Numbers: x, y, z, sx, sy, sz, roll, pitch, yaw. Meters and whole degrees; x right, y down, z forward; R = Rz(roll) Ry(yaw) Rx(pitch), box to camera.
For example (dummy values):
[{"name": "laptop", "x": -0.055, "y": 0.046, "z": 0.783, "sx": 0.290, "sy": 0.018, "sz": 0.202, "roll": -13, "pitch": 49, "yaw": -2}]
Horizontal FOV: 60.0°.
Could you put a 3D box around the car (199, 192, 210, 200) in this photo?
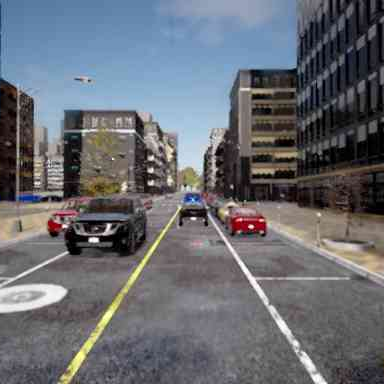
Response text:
[{"name": "car", "x": 2.833, "y": 0.875, "z": 77.275, "sx": 2.192, "sy": 1.841, "sz": 5.009, "roll": 1, "pitch": 0, "yaw": 0}]

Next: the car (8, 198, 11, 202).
[{"name": "car", "x": -31.898, "y": 1.217, "z": 61.839, "sx": 4.206, "sy": 1.307, "sz": 1.802, "roll": 0, "pitch": -1, "yaw": 0}]

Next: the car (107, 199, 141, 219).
[{"name": "car", "x": -5.678, "y": 1.381, "z": 28.309, "sx": 1.887, "sy": 1.381, "sz": 4.507, "roll": 1, "pitch": 0, "yaw": 0}]

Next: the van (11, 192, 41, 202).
[{"name": "van", "x": -26.247, "y": 0.884, "z": 53.475, "sx": 3.998, "sy": 1.788, "sz": 1.690, "roll": 0, "pitch": -1, "yaw": 0}]

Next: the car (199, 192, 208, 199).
[{"name": "car", "x": 2.824, "y": 0.843, "z": 82.976, "sx": 2.192, "sy": 1.841, "sz": 5.009, "roll": 1, "pitch": 0, "yaw": 0}]

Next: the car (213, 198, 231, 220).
[{"name": "car", "x": 2.703, "y": 1.392, "z": 23.058, "sx": 1.752, "sy": 1.417, "sz": 4.829, "roll": 1, "pitch": 0, "yaw": 0}]

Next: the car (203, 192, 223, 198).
[{"name": "car", "x": 2.779, "y": 1.089, "z": 39.202, "sx": 2.192, "sy": 1.841, "sz": 5.009, "roll": 1, "pitch": 0, "yaw": 0}]

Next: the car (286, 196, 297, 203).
[{"name": "car", "x": 17.279, "y": 1.261, "z": 53.565, "sx": 4.206, "sy": 1.307, "sz": 1.802, "roll": 0, "pitch": -1, "yaw": 0}]

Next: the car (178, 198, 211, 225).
[{"name": "car", "x": 0.099, "y": 1.373, "z": 22.666, "sx": 1.837, "sy": 1.490, "sz": 4.892, "roll": 0, "pitch": 0, "yaw": 0}]

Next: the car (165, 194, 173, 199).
[{"name": "car", "x": -5.804, "y": 1.080, "z": 82.912, "sx": 2.008, "sy": 1.369, "sz": 4.403, "roll": 1, "pitch": 0, "yaw": 0}]

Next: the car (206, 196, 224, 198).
[{"name": "car", "x": 2.702, "y": 1.371, "z": 33.767, "sx": 1.947, "sy": 1.339, "sz": 4.313, "roll": 1, "pitch": 0, "yaw": 0}]

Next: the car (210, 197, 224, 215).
[{"name": "car", "x": 2.702, "y": 1.402, "z": 28.328, "sx": 1.947, "sy": 1.339, "sz": 4.313, "roll": 1, "pitch": 0, "yaw": 0}]

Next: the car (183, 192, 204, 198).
[{"name": "car", "x": 0.098, "y": 0.994, "z": 39.517, "sx": 2.150, "sy": 2.045, "sz": 5.566, "roll": 0, "pitch": 0, "yaw": 0}]

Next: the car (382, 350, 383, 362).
[{"name": "car", "x": 2.704, "y": 1.517, "z": 1.300, "sx": 1.752, "sy": 1.417, "sz": 4.829, "roll": 1, "pitch": 0, "yaw": 0}]

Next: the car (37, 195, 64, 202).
[{"name": "car", "x": -26.267, "y": 1.216, "z": 61.852, "sx": 4.313, "sy": 1.339, "sz": 1.947, "roll": 0, "pitch": -1, "yaw": 0}]

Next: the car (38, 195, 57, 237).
[{"name": "car", "x": -5.673, "y": 1.214, "z": 17.416, "sx": 2.192, "sy": 1.841, "sz": 5.009, "roll": 1, "pitch": 0, "yaw": 0}]

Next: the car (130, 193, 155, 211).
[{"name": "car", "x": -5.748, "y": 1.090, "z": 39.195, "sx": 2.192, "sy": 1.841, "sz": 5.009, "roll": 1, "pitch": 0, "yaw": 0}]

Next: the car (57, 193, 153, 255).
[{"name": "car", "x": -3.099, "y": 1.144, "z": 13.259, "sx": 2.150, "sy": 2.045, "sz": 5.566, "roll": 0, "pitch": 0, "yaw": 0}]

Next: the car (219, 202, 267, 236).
[{"name": "car", "x": 2.703, "y": 1.443, "z": 17.449, "sx": 1.887, "sy": 1.381, "sz": 4.507, "roll": 1, "pitch": 0, "yaw": 0}]
